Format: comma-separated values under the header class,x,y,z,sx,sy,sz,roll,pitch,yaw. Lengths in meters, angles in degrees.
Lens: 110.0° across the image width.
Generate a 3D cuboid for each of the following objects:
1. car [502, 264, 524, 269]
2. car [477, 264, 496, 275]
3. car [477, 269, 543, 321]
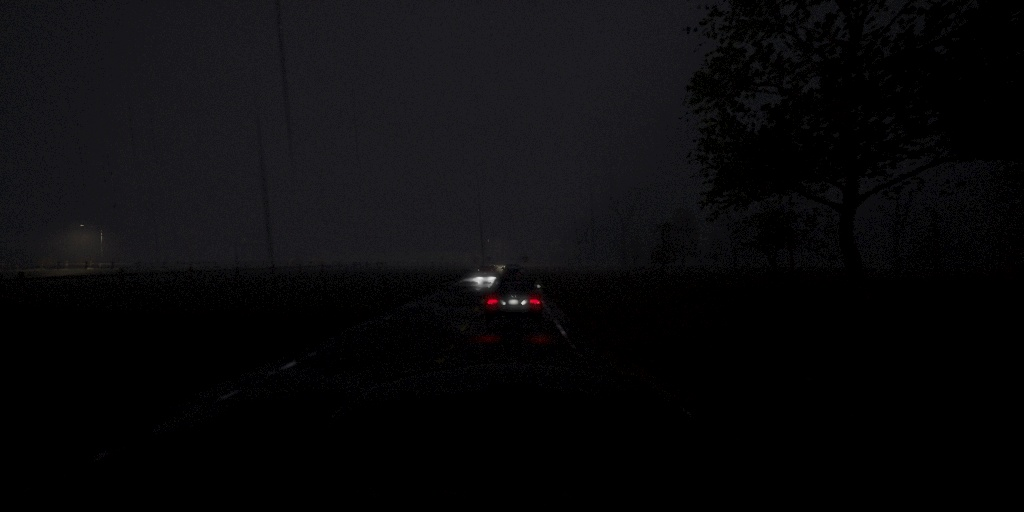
class,x,y,z,sx,sy,sz,roll,pitch,yaw
car,0.067,1.464,32.708,1.812,1.442,4.674,0,0,0
car,-2.858,1.583,40.575,1.895,1.301,4.718,0,0,0
car,0.058,1.366,12.682,2.033,1.411,5.357,0,0,0
